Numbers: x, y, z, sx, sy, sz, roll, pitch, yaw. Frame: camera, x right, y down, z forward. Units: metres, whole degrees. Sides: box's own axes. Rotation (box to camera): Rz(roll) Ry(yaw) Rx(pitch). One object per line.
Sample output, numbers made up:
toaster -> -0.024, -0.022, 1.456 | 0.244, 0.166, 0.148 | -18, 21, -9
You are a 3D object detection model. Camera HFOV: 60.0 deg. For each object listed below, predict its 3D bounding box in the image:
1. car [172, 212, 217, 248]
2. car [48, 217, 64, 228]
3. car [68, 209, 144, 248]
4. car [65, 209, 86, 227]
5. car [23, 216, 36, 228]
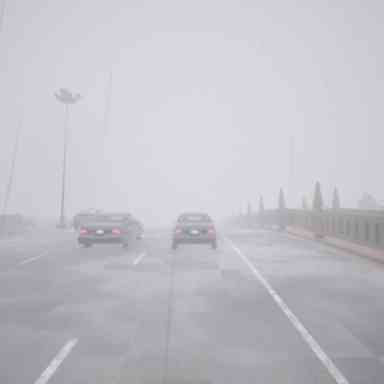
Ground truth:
car -> 0.098, 1.592, 14.719 | 2.033, 1.411, 5.357 | 0, -2, 0
car -> -17.578, 4.132, 44.697 | 2.128, 1.511, 4.902 | 0, -7, 0
car -> -3.402, 1.593, 14.767 | 2.033, 1.411, 5.357 | 0, -2, 0
car -> -6.902, 1.974, 23.729 | 2.128, 1.511, 4.902 | 0, -4, 0
car -> -21.073, 3.737, 41.294 | 2.128, 1.511, 4.902 | 0, -7, 0
